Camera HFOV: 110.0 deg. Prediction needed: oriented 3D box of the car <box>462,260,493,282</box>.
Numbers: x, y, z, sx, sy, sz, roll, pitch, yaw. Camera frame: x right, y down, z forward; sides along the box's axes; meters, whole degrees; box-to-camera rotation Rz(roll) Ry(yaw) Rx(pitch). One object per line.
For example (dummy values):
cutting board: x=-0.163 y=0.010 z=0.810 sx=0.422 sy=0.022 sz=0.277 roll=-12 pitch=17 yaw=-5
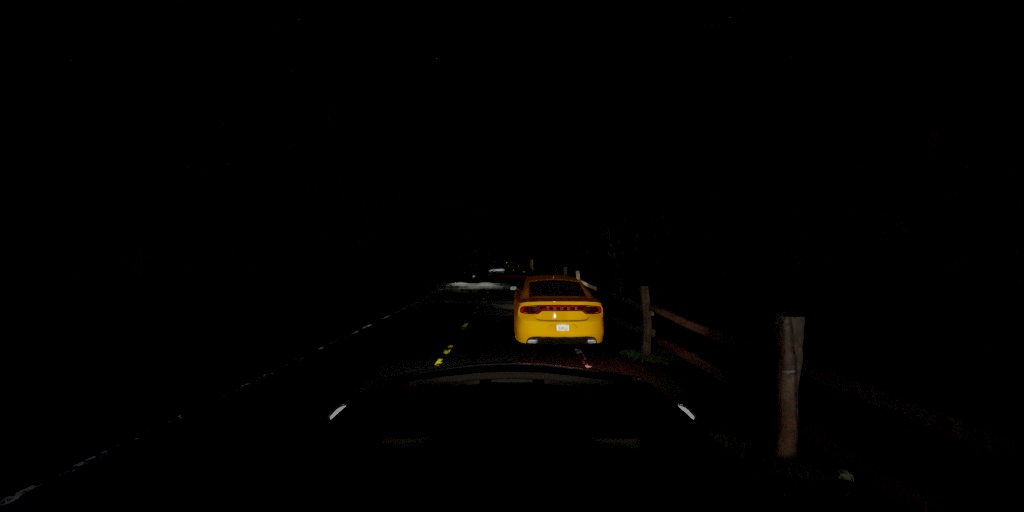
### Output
car: x=-2.788 y=1.242 z=28.500 sx=1.837 sy=1.490 sz=4.892 roll=0 pitch=0 yaw=0

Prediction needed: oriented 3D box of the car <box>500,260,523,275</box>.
car: x=0.165 y=1.219 z=38.340 sx=2.128 sy=1.511 sz=4.902 roll=0 pitch=0 yaw=0

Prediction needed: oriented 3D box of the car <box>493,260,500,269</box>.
car: x=-2.629 y=1.300 z=54.727 sx=1.895 sy=1.301 sz=4.718 roll=0 pitch=0 yaw=0

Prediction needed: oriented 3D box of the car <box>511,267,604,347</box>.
car: x=0.982 y=1.227 z=9.367 sx=1.882 sy=1.535 sz=5.008 roll=0 pitch=0 yaw=0
